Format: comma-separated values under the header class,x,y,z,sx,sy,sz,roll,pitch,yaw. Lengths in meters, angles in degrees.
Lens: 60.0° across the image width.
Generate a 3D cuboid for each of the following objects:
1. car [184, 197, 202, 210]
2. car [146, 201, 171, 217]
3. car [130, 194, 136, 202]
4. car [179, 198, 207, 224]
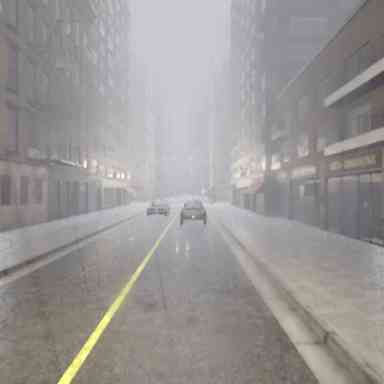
class,x,y,z,sx,sy,sz,roll,pitch,yaw
car,0.099,1.453,41.970,2.163,1.488,4.792,0,0,0
car,-3.014,1.557,30.663,1.895,1.301,4.718,0,0,0
car,-14.895,1.260,73.022,5.009,1.841,2.192,0,0,0
car,0.100,1.452,24.337,2.128,1.511,4.902,0,0,0
